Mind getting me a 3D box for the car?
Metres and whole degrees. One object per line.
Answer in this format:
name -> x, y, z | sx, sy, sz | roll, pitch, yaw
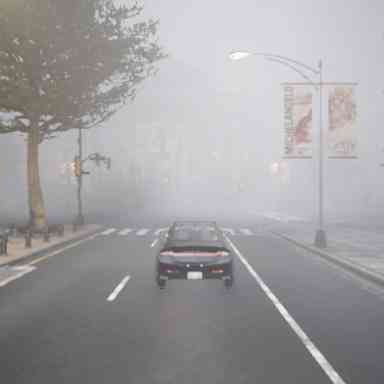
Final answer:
car -> 0.080, 1.558, 9.442 | 2.128, 1.511, 4.902 | 0, 0, 0
